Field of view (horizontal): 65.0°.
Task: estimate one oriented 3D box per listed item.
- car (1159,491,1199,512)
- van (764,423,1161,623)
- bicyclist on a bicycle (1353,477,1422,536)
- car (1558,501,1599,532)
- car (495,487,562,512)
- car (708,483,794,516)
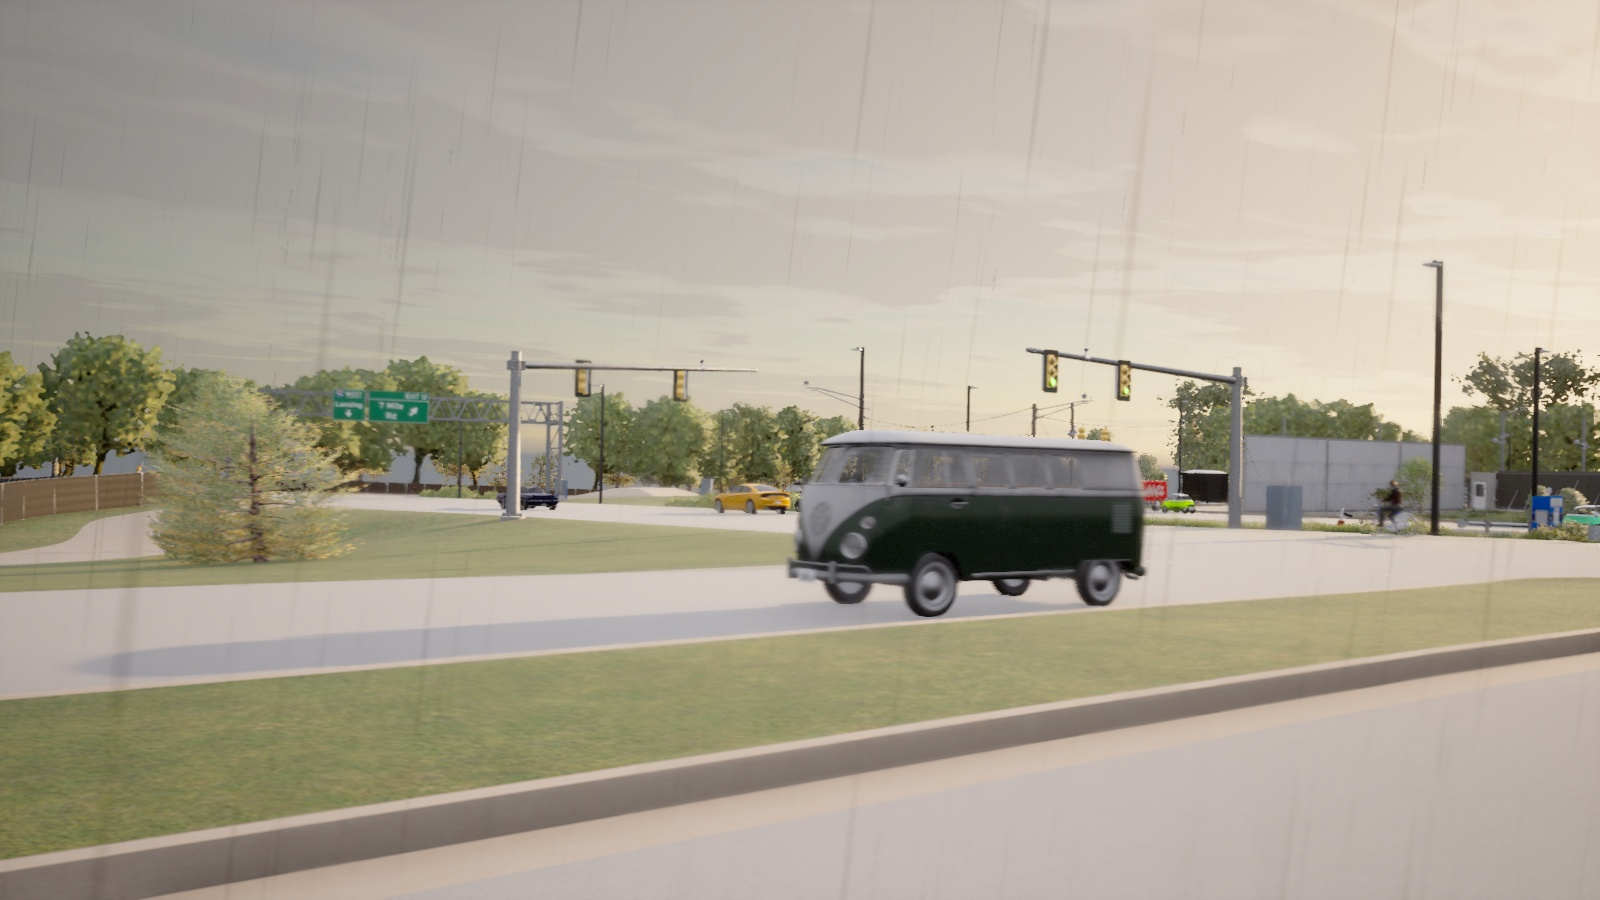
[{"bbox_3d":[26.536,3.615,87.935,1.481,1.376,2.207,1,-1,-34],"label":"car"},{"bbox_3d":[1.956,0.795,14.467,4.442,1.987,1.775,2,-2,-34],"label":"van"},{"bbox_3d":[18.132,1.729,38.791,0.659,1.776,1.843,1,-2,-34],"label":"bicyclist on a bicycle"},{"bbox_3d":[37.395,3.136,59.398,1.481,1.376,2.207,1,-2,-34],"label":"car"},{"bbox_3d":[-14.806,2.674,68.251,1.895,1.301,4.718,1,-2,-34],"label":"car"},{"bbox_3d":[-2.485,2.437,62.664,1.882,1.535,5.008,1,-2,-34],"label":"car"}]
